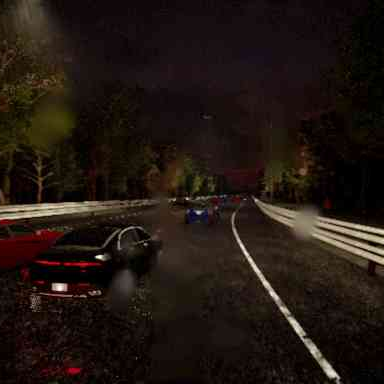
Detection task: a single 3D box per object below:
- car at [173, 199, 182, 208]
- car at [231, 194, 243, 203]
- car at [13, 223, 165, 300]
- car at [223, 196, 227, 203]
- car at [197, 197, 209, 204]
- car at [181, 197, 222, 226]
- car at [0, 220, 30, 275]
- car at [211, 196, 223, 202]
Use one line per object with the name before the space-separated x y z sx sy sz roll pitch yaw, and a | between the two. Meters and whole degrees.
car | -1.626 1.773 52.271 1.882 1.535 5.008 0 0 10
car | 12.130 2.070 90.787 1.882 1.535 5.008 0 0 10
car | -2.065 1.555 8.625 1.837 1.490 4.892 0 0 10
car | 8.038 2.021 87.663 1.882 1.535 5.008 0 0 10
car | 2.462 1.984 75.944 2.033 1.411 5.357 0 0 10
car | 0.832 1.521 25.371 2.097 1.767 4.553 0 0 10
car | -5.504 1.503 9.239 1.882 1.535 5.008 1 0 10
car | 4.545 1.900 67.449 1.882 1.535 5.008 0 0 10
